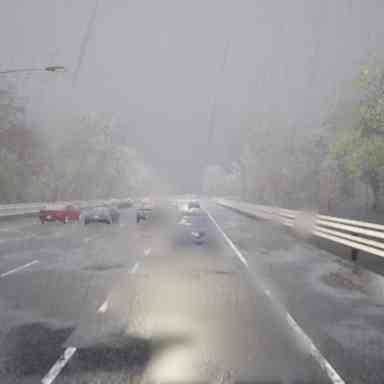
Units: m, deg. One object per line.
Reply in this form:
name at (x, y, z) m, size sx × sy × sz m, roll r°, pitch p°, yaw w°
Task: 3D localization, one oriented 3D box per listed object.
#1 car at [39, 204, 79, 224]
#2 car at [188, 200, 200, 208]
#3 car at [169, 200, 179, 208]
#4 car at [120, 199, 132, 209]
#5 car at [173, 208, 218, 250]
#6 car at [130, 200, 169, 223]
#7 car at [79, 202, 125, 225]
car at (-10.329, 1.669, 26.485) m, size 1.882 × 1.535 × 5.008 m, roll 0°, pitch 0°, yaw 0°
car at (0.342, 1.995, 53.871) m, size 1.895 × 1.301 × 4.718 m, roll 0°, pitch 0°, yaw 0°
car at (-3.158, 1.995, 53.820) m, size 1.895 × 1.301 × 4.718 m, roll 0°, pitch 0°, yaw 0°
car at (-10.171, 1.885, 51.864) m, size 1.837 × 1.490 × 4.892 m, roll 0°, pitch 0°, yaw 0°
car at (0.121, 1.655, 14.887) m, size 2.033 × 1.411 × 5.357 m, roll 0°, pitch 0°, yaw 0°
car at (-3.326, 1.688, 27.203) m, size 2.128 × 1.511 × 4.902 m, roll 0°, pitch 0°, yaw 0°
car at (-6.831, 1.751, 25.772) m, size 1.994 × 1.385 × 4.181 m, roll 0°, pitch 0°, yaw 0°
